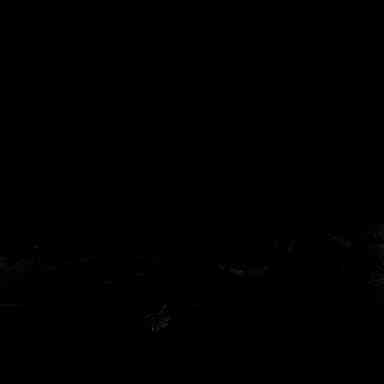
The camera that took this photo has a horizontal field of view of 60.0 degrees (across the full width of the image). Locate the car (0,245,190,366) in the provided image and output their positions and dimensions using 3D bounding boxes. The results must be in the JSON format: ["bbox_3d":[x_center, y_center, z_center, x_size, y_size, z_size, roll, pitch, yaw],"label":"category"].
[{"bbox_3d":[-2.032,1.566,5.087,4.313,1.339,1.947,0,0,-35],"label":"car"}]

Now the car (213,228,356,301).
[{"bbox_3d":[2.448,1.582,8.280,4.206,1.307,1.802,0,0,-35],"label":"car"}]
